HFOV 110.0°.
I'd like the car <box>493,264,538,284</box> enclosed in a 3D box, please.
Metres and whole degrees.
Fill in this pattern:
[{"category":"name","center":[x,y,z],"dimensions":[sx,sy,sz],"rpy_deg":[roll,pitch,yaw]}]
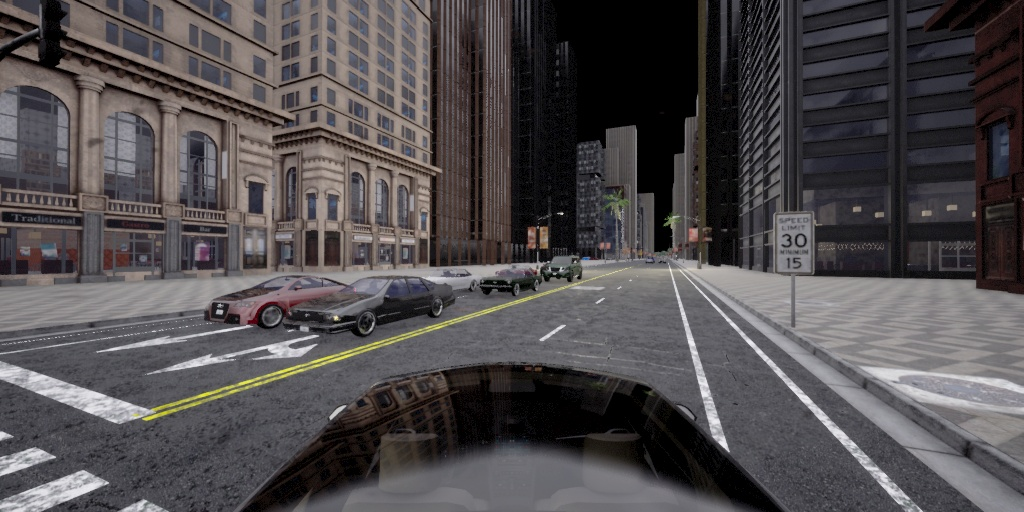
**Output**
[{"category":"car","center":[0.406,1.365,28.587],"dimensions":[1.895,1.301,4.718],"rpy_deg":[0,0,24]}]

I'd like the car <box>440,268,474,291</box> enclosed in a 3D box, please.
[{"category":"car","center":[-3.541,1.357,19.441],"dimensions":[1.895,1.301,4.718],"rpy_deg":[0,0,23]}]

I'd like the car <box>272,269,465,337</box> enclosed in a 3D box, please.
[{"category":"car","center":[-3.754,1.299,10.742],"dimensions":[2.033,1.411,5.357],"rpy_deg":[0,0,23]}]

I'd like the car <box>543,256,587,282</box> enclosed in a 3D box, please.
[{"category":"car","center":[4.285,0.987,29.366],"dimensions":[2.150,2.045,5.566],"rpy_deg":[0,0,23]}]

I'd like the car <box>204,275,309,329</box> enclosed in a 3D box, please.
[{"category":"car","center":[-7.007,1.316,11.394],"dimensions":[1.994,1.385,4.181],"rpy_deg":[0,0,24]}]

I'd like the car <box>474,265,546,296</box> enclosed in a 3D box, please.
[{"category":"car","center":[0.045,1.358,19.546],"dimensions":[1.895,1.301,4.718],"rpy_deg":[0,0,24]}]
